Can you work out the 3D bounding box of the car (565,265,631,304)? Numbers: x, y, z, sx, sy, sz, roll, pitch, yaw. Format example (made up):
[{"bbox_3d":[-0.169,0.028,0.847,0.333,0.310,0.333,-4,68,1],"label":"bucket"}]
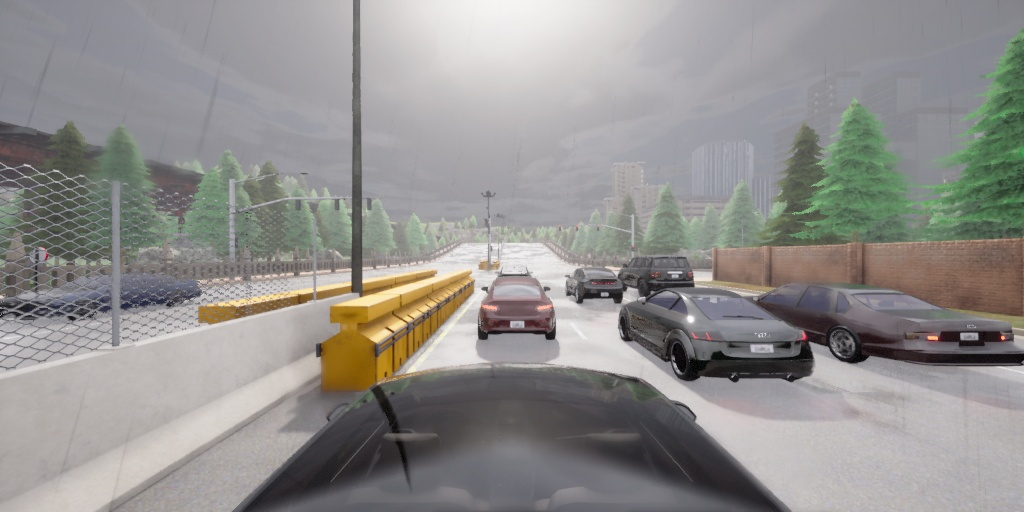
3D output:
[{"bbox_3d":[3.618,1.255,16.387,1.837,1.490,4.892,0,0,0],"label":"car"}]

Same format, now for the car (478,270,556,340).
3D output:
[{"bbox_3d":[0.112,1.276,9.851,1.812,1.442,4.674,0,0,0],"label":"car"}]

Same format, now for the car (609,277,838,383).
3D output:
[{"bbox_3d":[3.612,1.314,7.220,1.994,1.385,4.181,0,0,-1],"label":"car"}]

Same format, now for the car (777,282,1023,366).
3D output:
[{"bbox_3d":[7.109,1.297,8.084,2.033,1.411,5.357,0,0,0],"label":"car"}]

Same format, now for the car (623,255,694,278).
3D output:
[{"bbox_3d":[7.120,0.972,18.326,2.150,2.045,5.566,0,0,0],"label":"car"}]

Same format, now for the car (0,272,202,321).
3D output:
[{"bbox_3d":[-14.027,1.298,12.685,2.033,1.411,5.357,0,0,1],"label":"car"}]

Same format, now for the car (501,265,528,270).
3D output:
[{"bbox_3d":[0.123,1.241,19.097,2.128,1.511,4.902,0,0,0],"label":"car"}]
